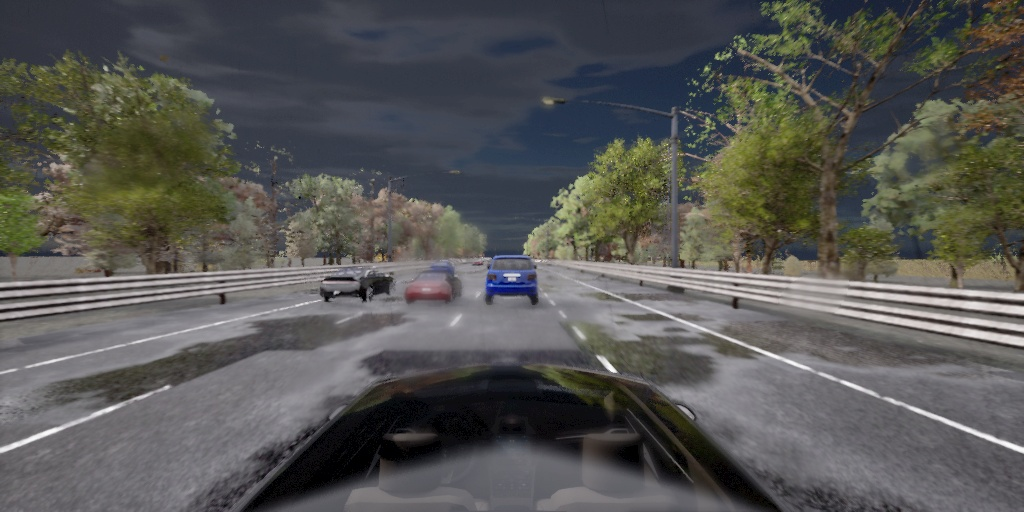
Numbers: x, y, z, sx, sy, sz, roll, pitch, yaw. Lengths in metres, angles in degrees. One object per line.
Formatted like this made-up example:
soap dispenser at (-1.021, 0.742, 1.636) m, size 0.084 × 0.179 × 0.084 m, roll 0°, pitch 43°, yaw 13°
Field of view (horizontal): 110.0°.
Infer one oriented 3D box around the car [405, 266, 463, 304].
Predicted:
car at (-3.500, 1.337, 16.675) m, size 1.994 × 1.385 × 4.181 m, roll 0°, pitch 0°, yaw 0°

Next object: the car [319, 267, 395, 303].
car at (-7.001, 1.265, 16.747) m, size 2.128 × 1.511 × 4.902 m, roll 0°, pitch 0°, yaw 0°

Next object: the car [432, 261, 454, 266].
car at (-7.005, 1.284, 36.428) m, size 1.882 × 1.535 × 5.008 m, roll 0°, pitch 0°, yaw 0°

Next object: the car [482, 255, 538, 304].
car at (0.001, 0.995, 16.679) m, size 2.150 × 2.045 × 5.566 m, roll 0°, pitch 0°, yaw 0°
